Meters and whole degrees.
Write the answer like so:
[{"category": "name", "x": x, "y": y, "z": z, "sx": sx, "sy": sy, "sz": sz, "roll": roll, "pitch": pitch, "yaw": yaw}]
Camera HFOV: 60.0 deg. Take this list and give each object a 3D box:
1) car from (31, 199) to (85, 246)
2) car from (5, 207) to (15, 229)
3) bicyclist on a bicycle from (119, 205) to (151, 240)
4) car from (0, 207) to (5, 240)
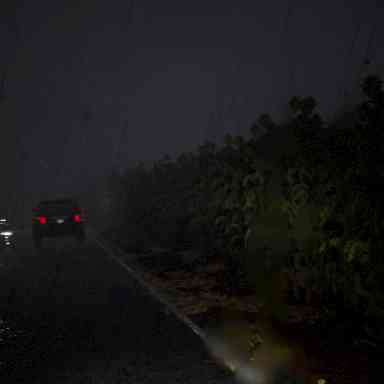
[{"category": "car", "x": -6.699, "y": 1.363, "z": 16.612, "sx": 2.150, "sy": 2.045, "sz": 5.566, "roll": -2, "pitch": 0, "yaw": -24}, {"category": "car", "x": -14.075, "y": 1.867, "z": 24.225, "sx": 1.837, "sy": 1.490, "sz": 4.892, "roll": -2, "pitch": 0, "yaw": -24}, {"category": "bicyclist on a bicycle", "x": -2.719, "y": 1.447, "z": 15.956, "sx": 1.656, "sy": 1.620, "sz": 0.582, "roll": -3, "pitch": 1, "yaw": -24}, {"category": "car", "x": -9.964, "y": 1.621, "z": 14.821, "sx": 2.097, "sy": 1.767, "sz": 4.553, "roll": -2, "pitch": 0, "yaw": -24}]
